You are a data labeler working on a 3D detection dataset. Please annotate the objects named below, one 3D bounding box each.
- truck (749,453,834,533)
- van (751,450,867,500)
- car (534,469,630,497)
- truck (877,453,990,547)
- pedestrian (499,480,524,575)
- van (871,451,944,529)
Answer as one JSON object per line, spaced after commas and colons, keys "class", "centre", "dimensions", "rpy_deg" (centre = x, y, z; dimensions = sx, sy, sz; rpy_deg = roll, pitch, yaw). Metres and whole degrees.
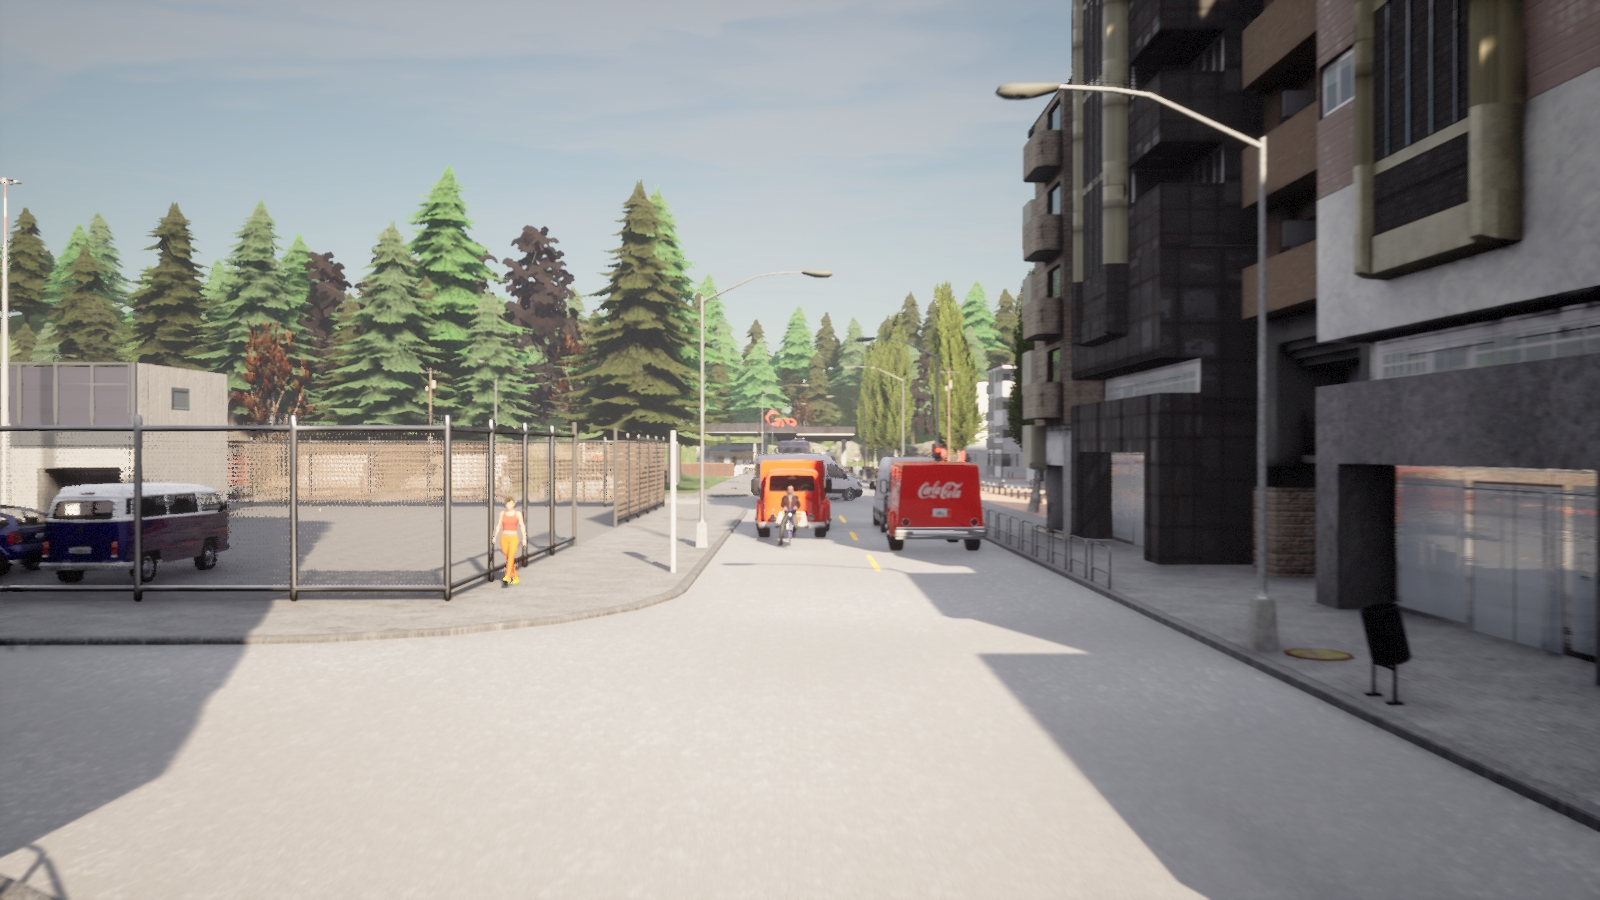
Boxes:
{"class": "truck", "centre": [-0.237, 1.337, 37.891], "dimensions": [2.627, 2.467, 5.204], "rpy_deg": [0, 0, 0]}
{"class": "van", "centre": [0.482, 1.296, 61.372], "dimensions": [5.915, 2.561, 1.988], "rpy_deg": [0, 2, -25]}
{"class": "car", "centre": [-12.077, 1.826, 63.548], "dimensions": [4.892, 1.480, 2.231], "rpy_deg": [0, 0, 0]}
{"class": "truck", "centre": [3.727, 1.338, 32.967], "dimensions": [2.627, 2.467, 5.204], "rpy_deg": [0, 0, 0]}
{"class": "pedestrian", "centre": [-5.686, 1.519, 22.516], "dimensions": [0.375, 1.860, 0.375], "rpy_deg": [0, 0, 3]}
{"class": "van", "centre": [3.689, 1.301, 40.286], "dimensions": [1.988, 2.561, 5.915], "rpy_deg": [0, 0, 0]}
